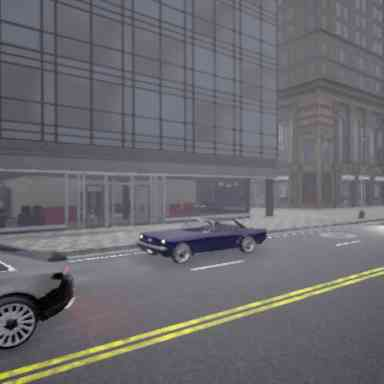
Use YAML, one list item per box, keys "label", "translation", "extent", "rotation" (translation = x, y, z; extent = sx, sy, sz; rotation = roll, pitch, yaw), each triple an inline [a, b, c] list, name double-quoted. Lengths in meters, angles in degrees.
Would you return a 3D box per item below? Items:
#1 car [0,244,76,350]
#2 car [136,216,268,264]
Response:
- label: "car"
  translation: [-4.214, 1.497, 4.656]
  extent: [4.902, 1.511, 2.128]
  rotation: [0, 0, -35]
- label: "car"
  translation: [0.449, 1.583, 11.941]
  extent: [4.718, 1.301, 1.895]
  rotation: [0, 0, -36]
